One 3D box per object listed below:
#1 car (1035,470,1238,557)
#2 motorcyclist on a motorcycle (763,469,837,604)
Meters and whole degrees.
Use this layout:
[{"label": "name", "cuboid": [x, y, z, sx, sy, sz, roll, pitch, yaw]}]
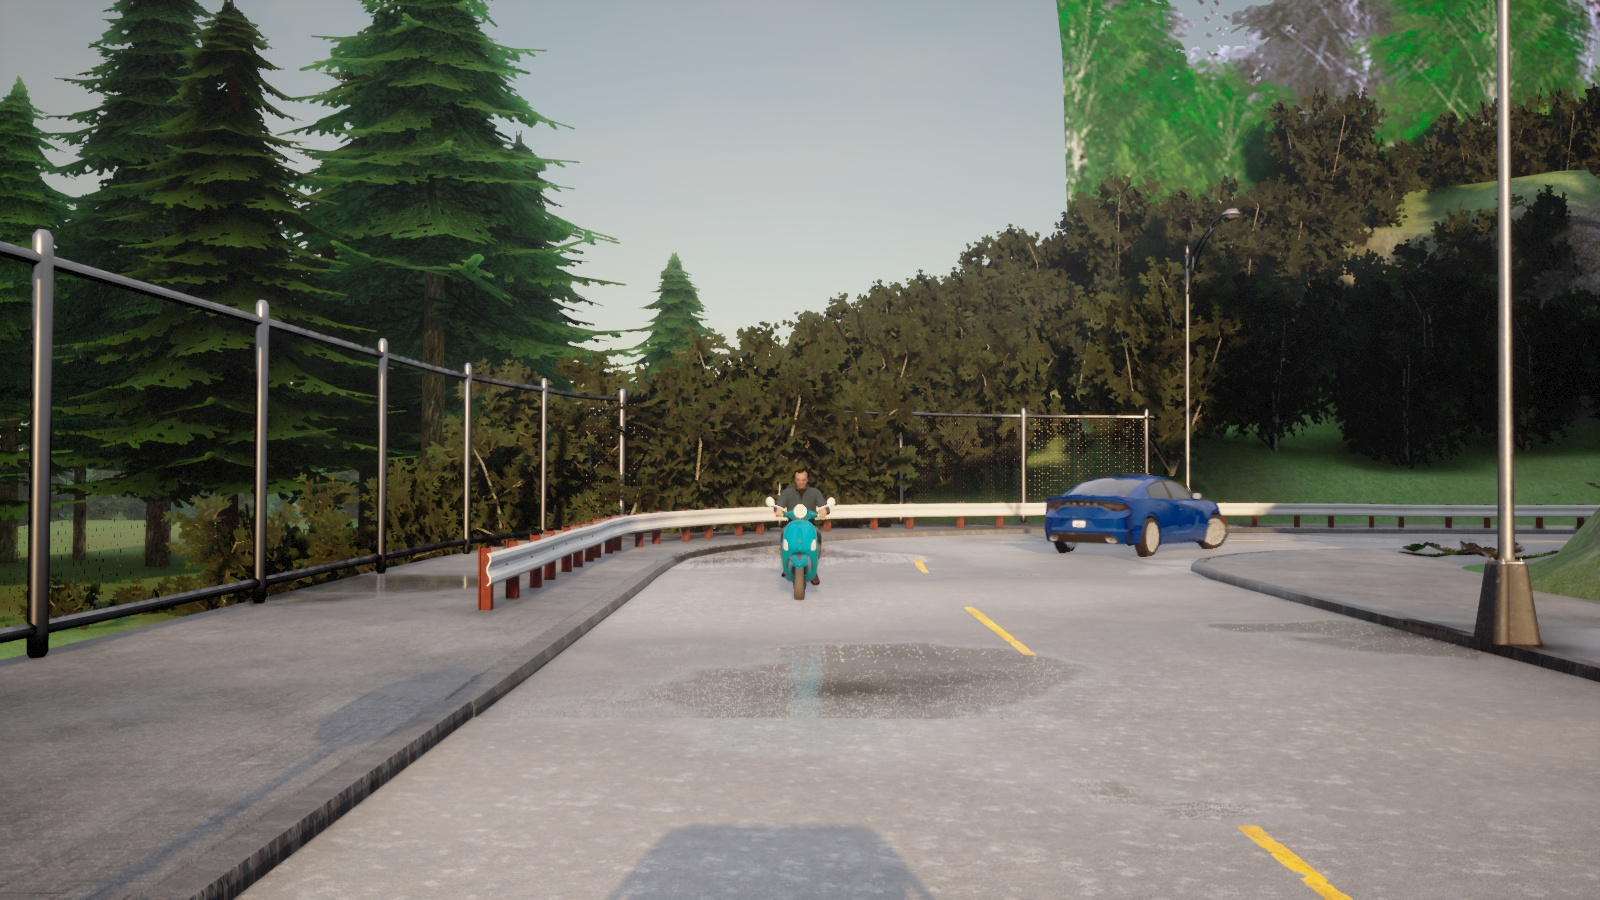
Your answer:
[{"label": "car", "cuboid": [6.768, 1.184, 24.894, 1.882, 1.535, 5.008, -2, -2, 41]}, {"label": "motorcyclist on a motorcycle", "cuboid": [0.015, 1.030, 15.652, 0.866, 1.590, 1.817, 0, -1, 1]}]
